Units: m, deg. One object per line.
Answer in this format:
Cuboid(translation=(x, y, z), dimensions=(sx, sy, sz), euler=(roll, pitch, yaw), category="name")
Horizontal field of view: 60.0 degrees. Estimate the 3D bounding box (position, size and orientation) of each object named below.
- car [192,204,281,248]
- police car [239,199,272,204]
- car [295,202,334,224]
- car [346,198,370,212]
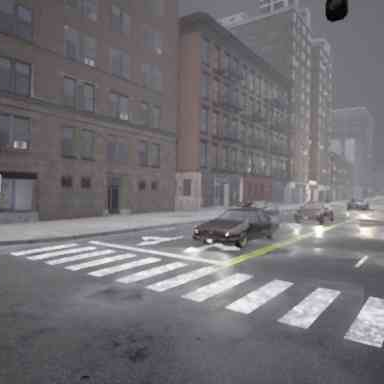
Cuboid(translation=(2.208, 1.455, 14.684), dimensions=(2.033, 1.411, 5.357), euler=(1, 1, 36), category="car")
Cuboid(translation=(4.417, 1.294, 23.169), dimensions=(1.930, 1.638, 5.238), euler=(1, 1, 36), category="police car")
Cuboid(translation=(8.982, 1.450, 24.138), dimensions=(1.812, 1.442, 4.674), euler=(1, 1, 36), category="car")
Cuboid(translation=(19.077, 1.465, 38.152), dimensions=(1.837, 1.490, 4.892), euler=(1, 0, 36), category="car")
